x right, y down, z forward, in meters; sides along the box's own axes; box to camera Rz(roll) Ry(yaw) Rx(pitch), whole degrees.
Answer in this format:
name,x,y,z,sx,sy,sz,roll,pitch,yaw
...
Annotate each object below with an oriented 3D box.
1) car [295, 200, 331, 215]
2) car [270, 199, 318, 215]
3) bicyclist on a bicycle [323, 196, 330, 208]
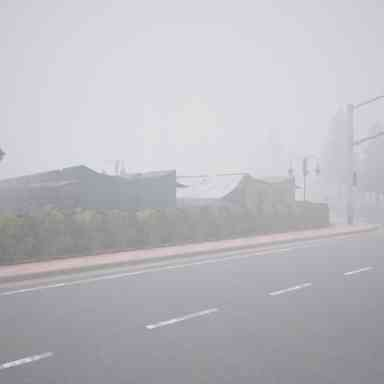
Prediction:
name,x,y,z,sx,sy,sz,roll,pitch,yaw
car,9.968,1.547,30.812,2.033,1.411,5.357,0,0,-37
car,10.801,1.526,35.527,1.812,1.442,4.674,0,0,-38
bicyclist on a bicycle,17.886,1.302,44.318,1.656,1.620,0.582,0,0,-37
